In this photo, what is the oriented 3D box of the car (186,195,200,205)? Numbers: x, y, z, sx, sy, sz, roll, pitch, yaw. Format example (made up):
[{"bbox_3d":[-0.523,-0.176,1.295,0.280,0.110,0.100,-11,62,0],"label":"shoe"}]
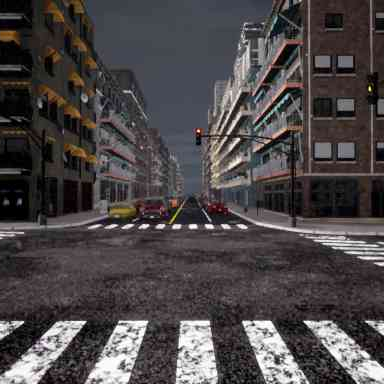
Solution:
[{"bbox_3d":[-0.056,1.495,59.574,1.882,1.535,5.008,0,0,0],"label":"car"}]

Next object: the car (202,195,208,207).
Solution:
[{"bbox_3d":[2.598,1.450,39.042,1.967,1.590,4.097,1,0,0],"label":"car"}]

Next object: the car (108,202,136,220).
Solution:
[{"bbox_3d":[-5.754,1.532,27.818,1.752,1.417,4.829,1,0,0],"label":"car"}]

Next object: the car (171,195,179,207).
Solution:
[{"bbox_3d":[-3.213,1.365,47.350,2.097,1.767,4.553,0,0,0],"label":"car"}]

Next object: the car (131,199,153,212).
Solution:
[{"bbox_3d":[-5.784,1.555,39.034,1.887,1.381,4.507,1,0,0],"label":"car"}]

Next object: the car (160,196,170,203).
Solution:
[{"bbox_3d":[-5.870,1.568,72.175,1.887,1.381,4.507,1,0,0],"label":"car"}]

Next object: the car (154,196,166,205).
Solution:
[{"bbox_3d":[-5.841,1.544,60.958,1.752,1.417,4.829,1,0,0],"label":"car"}]

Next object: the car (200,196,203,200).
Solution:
[{"bbox_3d":[2.568,1.596,50.089,1.802,1.307,4.206,1,0,0],"label":"car"}]

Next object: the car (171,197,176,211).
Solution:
[{"bbox_3d":[-3.198,1.557,37.561,2.033,1.411,5.357,0,0,0],"label":"car"}]

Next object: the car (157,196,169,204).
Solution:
[{"bbox_3d":[-5.856,1.572,66.652,2.008,1.369,4.403,1,0,0],"label":"car"}]

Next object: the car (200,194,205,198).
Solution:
[{"bbox_3d":[2.789,1.380,81.831,2.097,1.767,4.553,0,0,0],"label":"car"}]

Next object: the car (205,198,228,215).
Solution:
[{"bbox_3d":[2.611,1.553,33.518,1.887,1.381,4.507,1,0,0],"label":"car"}]

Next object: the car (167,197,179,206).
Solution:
[{"bbox_3d":[-3.209,1.617,57.209,1.895,1.301,4.718,0,0,0],"label":"car"}]

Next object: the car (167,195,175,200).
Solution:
[{"bbox_3d":[-5.926,1.587,94.268,2.008,1.369,4.403,1,0,0],"label":"car"}]

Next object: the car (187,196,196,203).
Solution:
[{"bbox_3d":[-0.080,1.530,69.843,1.837,1.490,4.892,0,0,0],"label":"car"}]

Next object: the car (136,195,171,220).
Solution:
[{"bbox_3d":[-3.147,1.359,28.069,2.097,1.767,4.553,0,0,-1],"label":"car"}]
